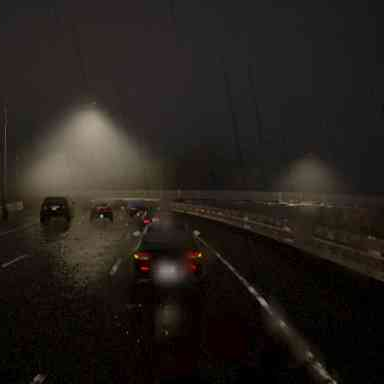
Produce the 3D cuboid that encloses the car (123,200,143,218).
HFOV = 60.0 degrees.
[{"bbox_3d":[-5.448,1.716,32.989,1.812,1.442,4.674,0,-1,-18],"label":"car"}]

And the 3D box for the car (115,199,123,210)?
[{"bbox_3d":[-9.620,1.761,44.066,1.837,1.490,4.892,0,0,-23],"label":"car"}]

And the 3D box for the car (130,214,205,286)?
[{"bbox_3d":[-0.720,1.580,9.556,1.812,1.442,4.674,0,0,-5],"label":"car"}]

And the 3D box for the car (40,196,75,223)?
[{"bbox_3d":[-10.957,1.379,27.275,2.150,2.045,5.566,0,-1,-16],"label":"car"}]

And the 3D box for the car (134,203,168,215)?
[{"bbox_3d":[-2.370,1.665,20.719,2.033,1.411,5.357,0,0,-11],"label":"car"}]

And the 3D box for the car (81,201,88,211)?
[{"bbox_3d":[-13.386,1.822,43.895,1.994,1.385,4.181,0,0,-24],"label":"car"}]

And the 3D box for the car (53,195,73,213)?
[{"bbox_3d":[-16.487,1.473,42.375,2.150,2.045,5.566,0,0,-24],"label":"car"}]

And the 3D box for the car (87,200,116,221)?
[{"bbox_3d":[-7.893,1.677,29.051,1.837,1.490,4.892,0,0,-15],"label":"car"}]
